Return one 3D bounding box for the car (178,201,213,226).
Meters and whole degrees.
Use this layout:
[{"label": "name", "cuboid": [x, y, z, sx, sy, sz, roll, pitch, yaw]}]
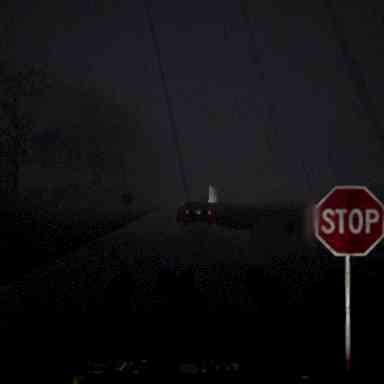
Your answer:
[{"label": "car", "cuboid": [0.148, 1.488, 25.095, 2.097, 1.767, 4.553, 0, 0, -9]}]
